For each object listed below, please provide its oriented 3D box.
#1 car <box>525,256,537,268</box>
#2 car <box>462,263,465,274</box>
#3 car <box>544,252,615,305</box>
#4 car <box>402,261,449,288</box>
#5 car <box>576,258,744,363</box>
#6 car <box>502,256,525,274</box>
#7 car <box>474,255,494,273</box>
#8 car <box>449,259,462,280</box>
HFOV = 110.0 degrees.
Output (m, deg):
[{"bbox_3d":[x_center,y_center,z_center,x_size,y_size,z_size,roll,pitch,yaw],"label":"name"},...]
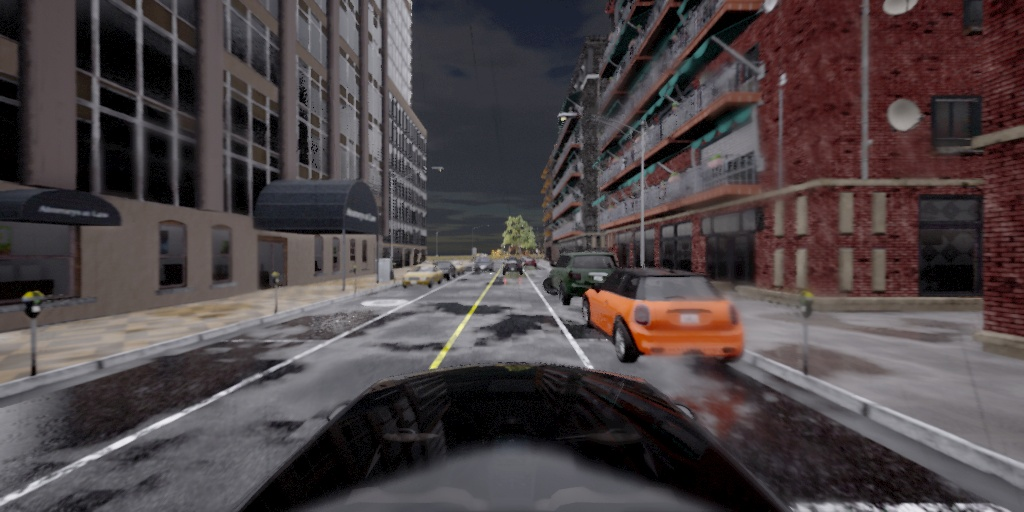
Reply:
[{"bbox_3d":[2.545,0.901,49.636,1.802,1.307,4.207,0,0,0],"label":"car"},{"bbox_3d":[-5.329,0.994,32.897,1.751,1.417,4.829,0,0,0],"label":"car"},{"bbox_3d":[2.923,0.850,15.329,2.150,2.045,5.566,0,1,-2],"label":"car"},{"bbox_3d":[-5.324,1.093,21.831,1.751,1.417,4.829,0,0,0],"label":"car"},{"bbox_3d":[2.985,1.045,8.150,2.097,1.767,4.553,0,1,0],"label":"car"},{"bbox_3d":[0.062,0.976,35.006,1.812,1.442,4.674,0,1,0],"label":"car"},{"bbox_3d":[-2.853,0.920,37.526,2.128,1.511,4.902,0,1,0],"label":"car"},{"bbox_3d":[-5.327,1.084,27.534,1.948,1.339,4.313,0,0,0],"label":"car"}]
